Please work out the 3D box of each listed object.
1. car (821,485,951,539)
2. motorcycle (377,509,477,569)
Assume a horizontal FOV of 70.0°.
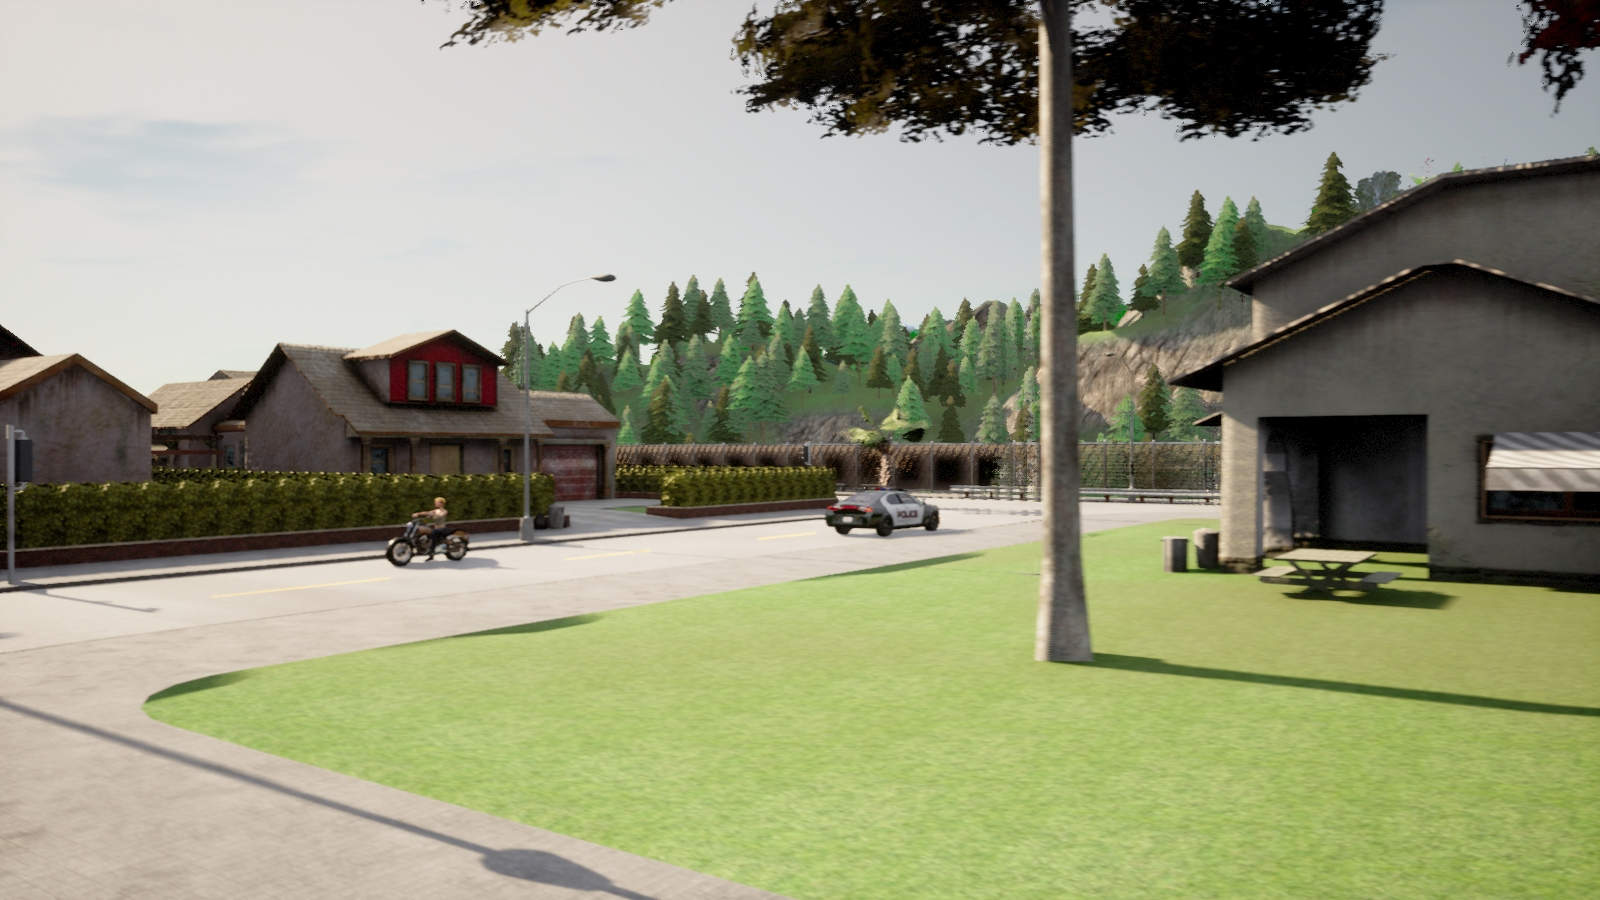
[{"bbox_3d":[3.009,2.049,38.809,2.038,1.542,4.974,0,0,37],"label":"car"},{"bbox_3d":[-9.219,2.168,28.323,0.764,1.307,2.356,0,0,35],"label":"motorcycle"}]
